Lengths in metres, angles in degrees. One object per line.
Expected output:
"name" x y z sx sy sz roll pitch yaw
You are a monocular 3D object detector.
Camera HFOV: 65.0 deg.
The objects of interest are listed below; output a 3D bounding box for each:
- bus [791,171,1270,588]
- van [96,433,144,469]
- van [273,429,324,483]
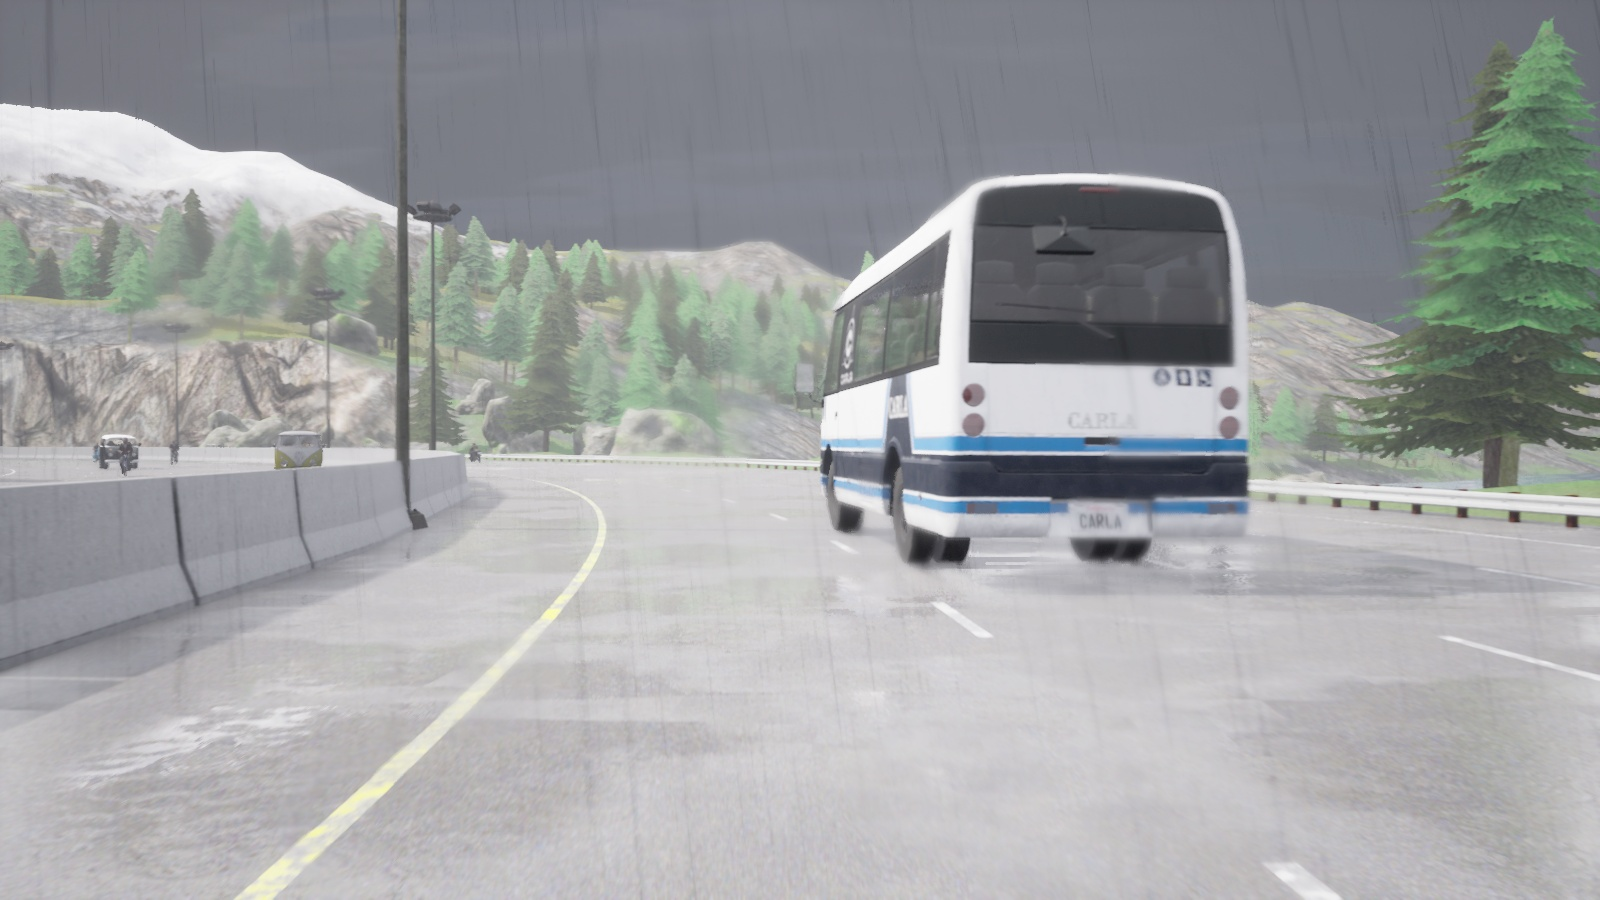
"bus" 2.396 -0.731 18.154 3.944 4.253 10.273 1 0 -7
"van" -39.916 0.033 73.638 2.069 2.038 4.480 0 1 -34
"van" -19.674 0.213 49.365 1.775 1.987 4.442 0 0 -21
